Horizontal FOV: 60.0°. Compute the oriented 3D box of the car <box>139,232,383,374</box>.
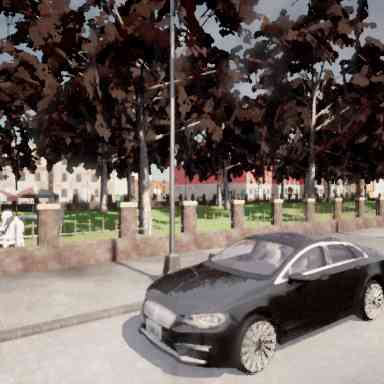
[{"bbox_3d":[1.503,1.491,5.682,4.902,1.511,2.128,0,0,-36],"label":"car"}]
